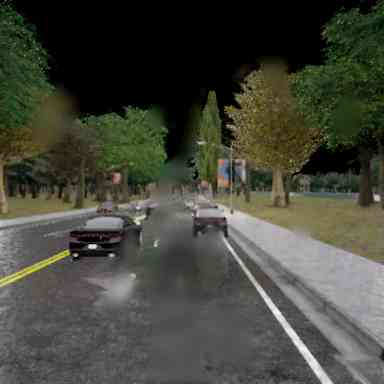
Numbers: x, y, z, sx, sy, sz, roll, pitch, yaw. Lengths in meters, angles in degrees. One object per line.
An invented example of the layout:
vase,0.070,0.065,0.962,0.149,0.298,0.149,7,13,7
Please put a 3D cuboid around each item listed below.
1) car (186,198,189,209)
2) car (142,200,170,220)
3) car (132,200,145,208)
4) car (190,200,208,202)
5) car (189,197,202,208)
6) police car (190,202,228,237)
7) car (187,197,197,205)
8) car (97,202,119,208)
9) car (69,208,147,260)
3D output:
car,-0.022,1.987,53.061,1.895,1.301,4.718,0,0,0
car,-3.163,1.740,31.404,1.882,1.535,5.008,0,0,0
car,-6.604,1.825,43.244,2.128,1.511,4.902,0,0,0
car,0.963,1.753,29.212,1.837,1.490,4.892,0,0,0
car,0.960,1.638,35.183,2.097,1.767,4.553,0,0,0
police car,0.967,1.602,19.322,1.930,1.638,5.238,0,0,0
car,-0.029,1.879,70.636,2.128,1.511,4.902,0,0,0
car,-9.856,1.874,39.195,1.994,1.385,4.181,0,0,0
car,-3.155,1.603,13.025,1.882,1.535,5.008,0,0,0
